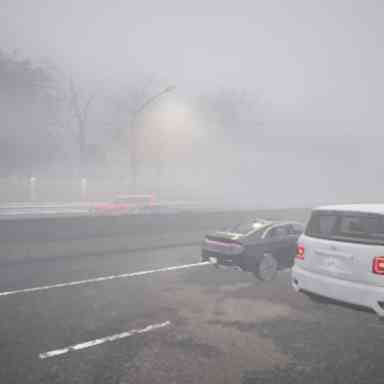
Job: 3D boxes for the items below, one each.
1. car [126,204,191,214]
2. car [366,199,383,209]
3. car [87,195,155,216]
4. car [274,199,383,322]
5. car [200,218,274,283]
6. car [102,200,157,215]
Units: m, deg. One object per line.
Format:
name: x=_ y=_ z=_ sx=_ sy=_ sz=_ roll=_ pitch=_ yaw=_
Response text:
car: x=-1.459 y=1.608 z=20.149 sx=4.181 sy=1.385 sz=1.994 roll=0 pitch=0 yaw=-35
car: x=28.704 y=1.806 z=50.206 sx=5.357 sy=1.411 sz=2.033 roll=0 pitch=0 yaw=-35
car: x=-5.285 y=1.266 z=26.021 sx=5.566 sy=2.045 sz=2.150 roll=0 pitch=0 yaw=-35
car: x=4.471 y=1.254 z=6.943 sx=5.566 sy=2.045 sz=2.150 roll=0 pitch=0 yaw=-35
car: x=2.514 y=1.524 z=9.840 sx=4.902 sy=1.511 sz=2.128 roll=0 pitch=0 yaw=-36
car: x=-3.377 y=1.549 z=23.082 sx=4.892 sy=1.490 sz=1.837 roll=0 pitch=0 yaw=-35
